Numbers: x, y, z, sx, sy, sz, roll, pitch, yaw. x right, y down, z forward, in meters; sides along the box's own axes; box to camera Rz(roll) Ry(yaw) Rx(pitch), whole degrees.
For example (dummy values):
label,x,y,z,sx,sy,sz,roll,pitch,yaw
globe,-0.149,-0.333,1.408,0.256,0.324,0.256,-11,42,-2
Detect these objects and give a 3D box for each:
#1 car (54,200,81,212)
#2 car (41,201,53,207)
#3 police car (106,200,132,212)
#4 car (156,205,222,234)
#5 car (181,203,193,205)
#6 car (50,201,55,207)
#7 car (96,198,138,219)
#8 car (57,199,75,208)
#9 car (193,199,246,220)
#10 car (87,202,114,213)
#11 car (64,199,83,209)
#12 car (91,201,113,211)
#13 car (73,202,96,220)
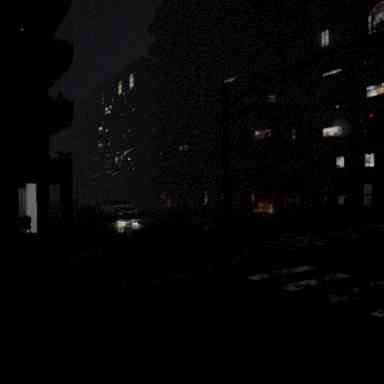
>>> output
label,x,y,z,sx,sy,sz,roll,pitch,yaw
car,-18.715,2.419,50.449,2.033,1.411,5.357,-1,-1,-36
car,-37.206,3.016,85.512,1.947,1.339,4.313,-2,0,-36
police car,-11.090,2.099,50.386,1.930,1.638,5.238,-1,-1,-36
car,-0.553,1.742,20.849,1.752,1.417,4.829,-2,0,-36
car,-0.594,1.890,35.107,1.887,1.381,4.507,-2,0,-36
car,-30.552,2.820,76.344,1.947,1.339,4.313,-2,0,-36
car,-7.795,1.701,35.244,2.150,2.045,5.566,-1,-1,-36
car,-27.232,2.471,71.762,2.192,1.841,5.009,-2,0,-36
car,2.727,1.558,30.525,2.192,1.841,5.009,-2,0,-36
car,-13.269,2.242,48.140,2.033,1.411,5.357,-1,-1,-36
car,-23.902,2.371,67.179,2.192,1.841,5.009,-2,0,-36
car,-15.134,2.275,55.963,1.882,1.535,5.008,-1,-1,-36
car,-10.639,2.074,34.733,1.887,1.381,4.507,-2,0,-36
